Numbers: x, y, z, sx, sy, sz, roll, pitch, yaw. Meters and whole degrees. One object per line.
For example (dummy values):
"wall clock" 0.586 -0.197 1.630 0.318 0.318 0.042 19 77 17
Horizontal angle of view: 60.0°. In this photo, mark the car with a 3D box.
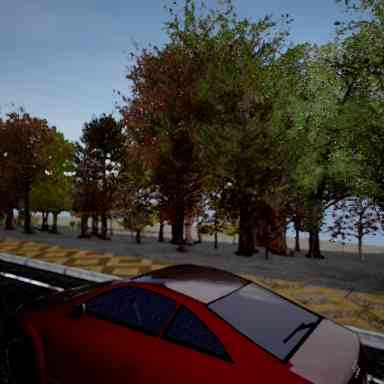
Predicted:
"car" -0.338 1.567 3.797 4.181 1.385 1.994 0 0 35
